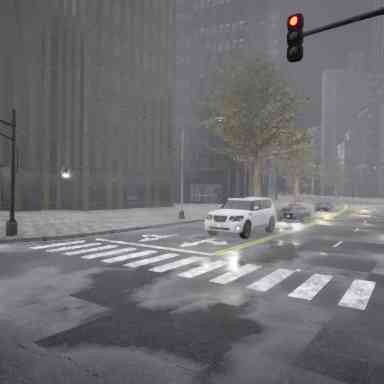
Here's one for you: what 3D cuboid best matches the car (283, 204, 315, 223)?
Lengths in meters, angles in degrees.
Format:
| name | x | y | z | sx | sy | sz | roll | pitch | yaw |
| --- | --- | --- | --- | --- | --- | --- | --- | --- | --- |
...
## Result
| name | x | y | z | sx | sy | sz | roll | pitch | yaw |
| --- | --- | --- | --- | --- | --- | --- | --- | --- | --- |
| car | 8.493 | 1.721 | 27.552 | 1.994 | 1.385 | 4.181 | 1 | 0 | 31 |

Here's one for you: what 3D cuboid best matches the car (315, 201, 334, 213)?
| name | x | y | z | sx | sy | sz | roll | pitch | yaw |
| --- | --- | --- | --- | --- | --- | --- | --- | --- | --- |
| car | 16.477 | 1.803 | 41.314 | 2.033 | 1.411 | 5.357 | 1 | 0 | 29 |

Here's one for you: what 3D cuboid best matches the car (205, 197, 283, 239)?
| name | x | y | z | sx | sy | sz | roll | pitch | yaw |
| --- | --- | --- | --- | --- | --- | --- | --- | --- | --- |
| car | 2.889 | 1.311 | 18.534 | 2.150 | 2.045 | 5.566 | 1 | 0 | 35 |
